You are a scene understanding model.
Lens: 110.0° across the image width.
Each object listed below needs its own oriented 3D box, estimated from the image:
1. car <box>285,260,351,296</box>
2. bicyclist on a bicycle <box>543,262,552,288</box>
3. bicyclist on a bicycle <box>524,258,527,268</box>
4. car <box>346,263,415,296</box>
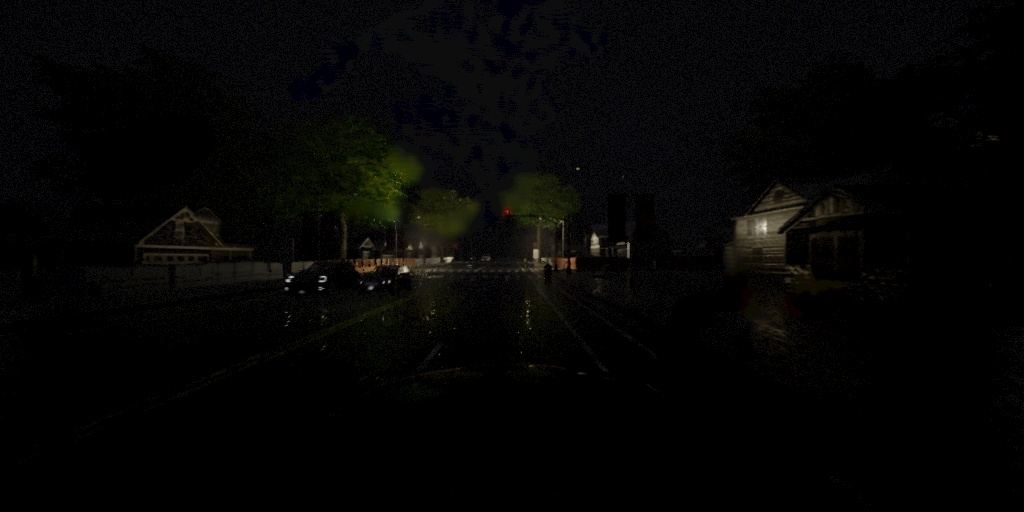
[{"bbox_3d":[-9.839,1.094,19.033,2.097,1.767,4.553,0,0,0],"label":"car"},{"bbox_3d":[2.263,1.195,22.562,0.582,1.620,1.656,0,0,0],"label":"bicyclist on a bicycle"},{"bbox_3d":[2.251,1.169,60.559,0.582,1.620,1.656,0,0,0],"label":"bicyclist on a bicycle"},{"bbox_3d":[-6.591,1.236,19.211,2.128,1.511,4.902,0,0,0],"label":"car"}]
